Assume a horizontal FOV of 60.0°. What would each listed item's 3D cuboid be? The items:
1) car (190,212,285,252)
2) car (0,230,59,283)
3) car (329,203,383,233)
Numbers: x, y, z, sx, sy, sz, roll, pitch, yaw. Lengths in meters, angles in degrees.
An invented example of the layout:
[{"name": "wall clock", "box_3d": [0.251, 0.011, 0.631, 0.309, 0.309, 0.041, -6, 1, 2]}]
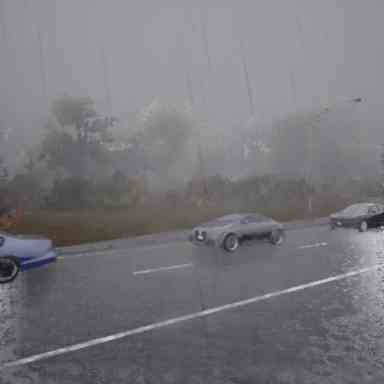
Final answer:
[{"name": "car", "box_3d": [1.965, 1.562, 13.981, 4.181, 1.385, 1.994, 0, 0, -35]}, {"name": "car", "box_3d": [-6.222, 1.549, 8.172, 5.357, 1.411, 2.033, 0, 0, -35]}, {"name": "car", "box_3d": [10.196, 1.422, 19.850, 5.008, 1.535, 1.882, -1, 1, -35]}]
